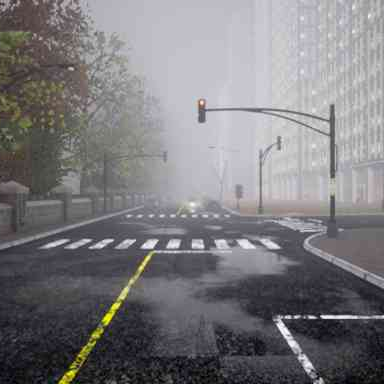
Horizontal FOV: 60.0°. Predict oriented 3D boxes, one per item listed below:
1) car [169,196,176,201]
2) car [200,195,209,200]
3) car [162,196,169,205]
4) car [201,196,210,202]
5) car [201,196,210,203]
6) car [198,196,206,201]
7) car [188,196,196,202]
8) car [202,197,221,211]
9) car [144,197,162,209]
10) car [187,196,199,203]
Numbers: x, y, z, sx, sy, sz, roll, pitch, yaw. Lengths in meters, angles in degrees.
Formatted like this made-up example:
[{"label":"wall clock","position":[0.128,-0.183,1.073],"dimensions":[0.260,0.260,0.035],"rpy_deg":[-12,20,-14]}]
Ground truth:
[{"label":"car","position":[-5.710,1.678,86.534],"dimensions":[1.887,1.381,4.507],"rpy_deg":[0,0,0]},{"label":"car","position":[2.678,1.629,52.742],"dimensions":[1.947,1.339,4.313],"rpy_deg":[0,0,0]},{"label":"car","position":[-5.703,1.513,58.373],"dimensions":[1.967,1.590,4.097],"rpy_deg":[0,0,0]},{"label":"car","position":[2.679,1.620,47.110],"dimensions":[1.947,1.339,4.313],"rpy_deg":[0,0,0]},{"label":"car","position":[3.131,1.636,76.789],"dimensions":[1.812,1.442,4.674],"rpy_deg":[0,0,0]},{"label":"car","position":[2.669,1.698,92.168],"dimensions":[2.008,1.369,4.403],"rpy_deg":[0,0,0]},{"label":"car","position":[-0.020,1.619,80.014],"dimensions":[1.837,1.490,4.892],"rpy_deg":[0,0,0]},{"label":"car","position":[2.681,1.612,41.477],"dimensions":[1.947,1.339,4.313],"rpy_deg":[0,0,0]},{"label":"car","position":[-5.701,1.636,47.108],"dimensions":[1.802,1.307,4.206],"rpy_deg":[0,0,0]},{"label":"car","position":[0.028,1.609,70.997],"dimensions":[2.128,1.511,4.902],"rpy_deg":[0,0,0]}]
